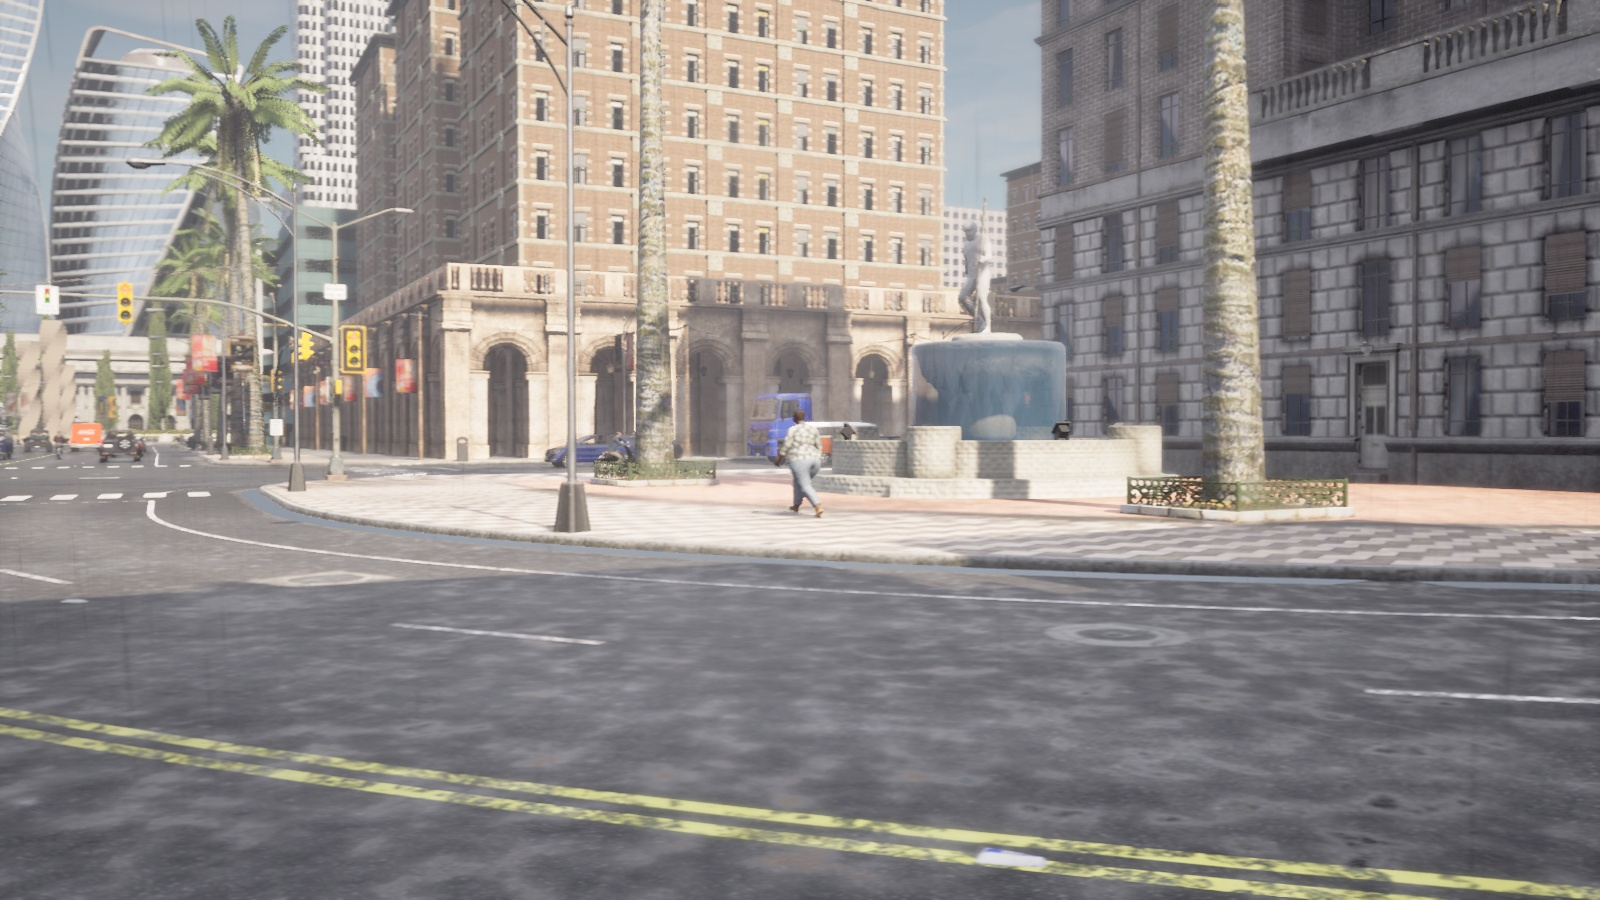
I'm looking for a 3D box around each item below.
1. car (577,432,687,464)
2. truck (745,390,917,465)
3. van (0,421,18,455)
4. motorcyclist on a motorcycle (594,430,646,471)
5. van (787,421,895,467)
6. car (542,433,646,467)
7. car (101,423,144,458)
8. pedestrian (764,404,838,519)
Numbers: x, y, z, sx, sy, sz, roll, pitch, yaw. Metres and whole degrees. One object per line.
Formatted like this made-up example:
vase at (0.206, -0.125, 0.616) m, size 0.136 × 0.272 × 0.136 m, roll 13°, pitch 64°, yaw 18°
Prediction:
car at (-8.061, -0.100, 60.186) m, size 4.892 × 1.490 × 1.837 m, roll 0°, pitch 1°, yaw -26°
truck at (1.545, -1.059, 61.112) m, size 7.936 × 3.462 × 2.891 m, roll 0°, pitch 1°, yaw -27°
van at (-48.316, -0.750, 75.486) m, size 1.775 × 1.987 × 4.442 m, roll 0°, pitch 1°, yaw -27°
motorcyclist on a motorcycle at (-7.031, 0.020, 48.985) m, size 1.817 × 1.590 × 0.866 m, roll 0°, pitch 1°, yaw -27°
van at (1.877, -0.294, 57.376) m, size 4.480 × 2.038 × 2.069 m, roll -1°, pitch 1°, yaw -28°
car at (-9.151, -0.029, 55.700) m, size 4.193 × 1.474 × 1.816 m, roll 0°, pitch 1°, yaw -27°
car at (-37.406, -0.551, 69.413) m, size 1.932 × 1.855 × 4.605 m, roll 0°, pitch 1°, yaw -27°
pedestrian at (0.011, 0.172, 20.883) m, size 0.874 × 1.855 × 0.900 m, roll 0°, pitch 1°, yaw -35°
